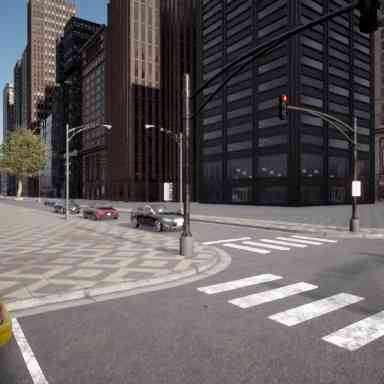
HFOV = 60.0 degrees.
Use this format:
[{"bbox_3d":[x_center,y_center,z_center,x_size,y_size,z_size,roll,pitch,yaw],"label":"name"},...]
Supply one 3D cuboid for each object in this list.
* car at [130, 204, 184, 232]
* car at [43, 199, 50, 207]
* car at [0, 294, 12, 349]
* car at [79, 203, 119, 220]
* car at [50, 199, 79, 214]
[{"bbox_3d":[-2.113,1.534,20.542,2.128,1.511,4.902,0,0,-36],"label":"car"},{"bbox_3d":[-23.422,1.746,55.585,1.895,1.301,4.718,0,0,-36],"label":"car"},{"bbox_3d":[-4.600,1.525,3.368,4.829,1.417,1.752,0,0,-36],"label":"car"},{"bbox_3d":[-7.868,1.630,28.539,1.994,1.385,4.181,0,0,-35],"label":"car"},{"bbox_3d":[-13.893,1.597,36.911,1.837,1.490,4.892,0,0,-36],"label":"car"}]
